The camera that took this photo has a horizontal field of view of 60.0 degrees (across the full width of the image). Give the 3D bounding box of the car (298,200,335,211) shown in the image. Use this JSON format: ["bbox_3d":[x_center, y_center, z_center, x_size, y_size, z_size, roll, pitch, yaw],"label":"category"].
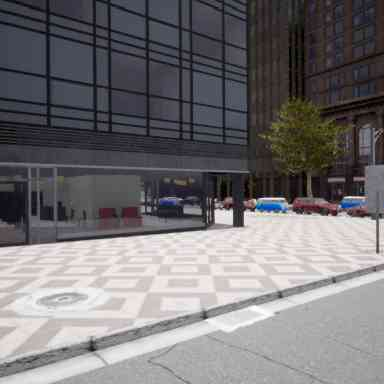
[{"bbox_3d":[16.408,1.737,43.995,1.947,1.339,4.313,-1,0,-35],"label":"car"}]

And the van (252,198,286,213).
[{"bbox_3d":[9.458,1.600,39.050,1.690,1.788,3.998,-1,0,-35],"label":"van"}]

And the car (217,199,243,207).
[{"bbox_3d":[6.540,1.873,57.884,1.887,1.381,4.507,-1,0,-35],"label":"car"}]

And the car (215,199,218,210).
[{"bbox_3d":[2.884,1.915,48.311,2.008,1.369,4.403,-1,0,-35],"label":"car"}]

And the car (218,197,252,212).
[{"bbox_3d":[6.169,1.627,43.680,2.192,1.841,5.009,-1,0,-35],"label":"car"}]

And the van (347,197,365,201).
[{"bbox_3d":[19.692,1.457,39.364,1.690,1.788,3.998,-1,0,-35],"label":"van"}]

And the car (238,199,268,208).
[{"bbox_3d":[9.731,1.804,53.393,1.752,1.417,4.829,-1,0,-35],"label":"car"}]

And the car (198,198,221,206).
[{"bbox_3d":[3.252,1.930,62.513,2.008,1.369,4.403,-1,0,-35],"label":"car"}]

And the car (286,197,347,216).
[{"bbox_3d":[12.747,1.518,34.419,2.192,1.841,5.009,-1,0,-35],"label":"car"}]

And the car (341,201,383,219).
[{"bbox_3d":[16.043,1.728,29.790,1.802,1.307,4.206,-1,0,-35],"label":"car"}]
